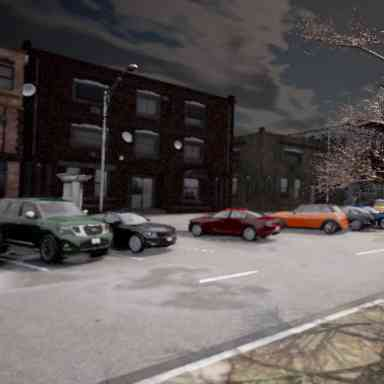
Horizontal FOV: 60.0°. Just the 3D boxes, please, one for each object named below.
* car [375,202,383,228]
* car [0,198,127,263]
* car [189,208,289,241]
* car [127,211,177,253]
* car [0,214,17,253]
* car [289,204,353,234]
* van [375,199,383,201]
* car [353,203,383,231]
[{"bbox_3d":[12.201,1.726,24.009,5.008,1.535,2.097,-1,-2,37],"label":"car"},{"bbox_3d":[-5.339,1.242,12.232,5.566,2.045,2.435,-1,-1,35],"label":"car"},{"bbox_3d":[2.108,1.593,17.360,5.008,1.535,2.097,-1,-1,36],"label":"car"},{"bbox_3d":[-2.887,1.527,13.970,5.008,1.535,2.097,-1,-1,35],"label":"car"},{"bbox_3d":[-7.837,1.501,10.495,4.674,1.452,2.002,-1,-1,34],"label":"car"},{"bbox_3d":[7.156,1.534,20.692,4.553,1.767,2.185,-1,-1,36],"label":"car"},{"bbox_3d":[17.380,1.564,27.179,4.442,1.987,1.878,-1,-2,37],"label":"van"},{"bbox_3d":[9.677,1.694,22.351,4.892,1.521,2.231,-1,-1,37],"label":"car"}]
